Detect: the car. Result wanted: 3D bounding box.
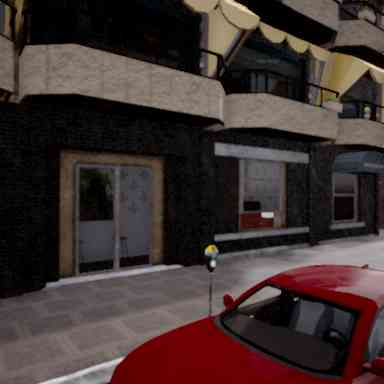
[{"bbox_3d":[1.382,1.522,3.393,4.507,1.381,1.887,-1,1,-35],"label":"car"}]
